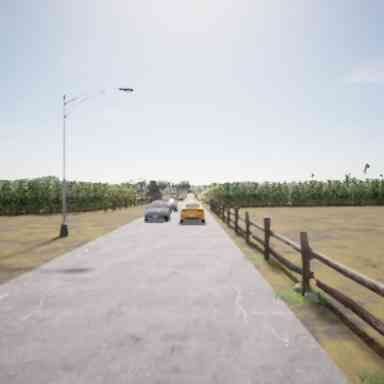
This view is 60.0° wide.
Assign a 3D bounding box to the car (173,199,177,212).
[{"bbox_3d":[-2.731,1.615,41.111,2.128,1.511,4.902,0,0,0],"label":"car"}]

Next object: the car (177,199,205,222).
[{"bbox_3d":[0.049,1.534,26.877,1.882,1.535,5.008,0,0,1],"label":"car"}]

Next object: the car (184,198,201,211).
[{"bbox_3d":[0.111,1.633,44.424,2.128,1.511,4.902,0,0,0],"label":"car"}]

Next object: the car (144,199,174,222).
[{"bbox_3d":[-2.741,1.583,27.252,1.812,1.442,4.674,0,0,0],"label":"car"}]
